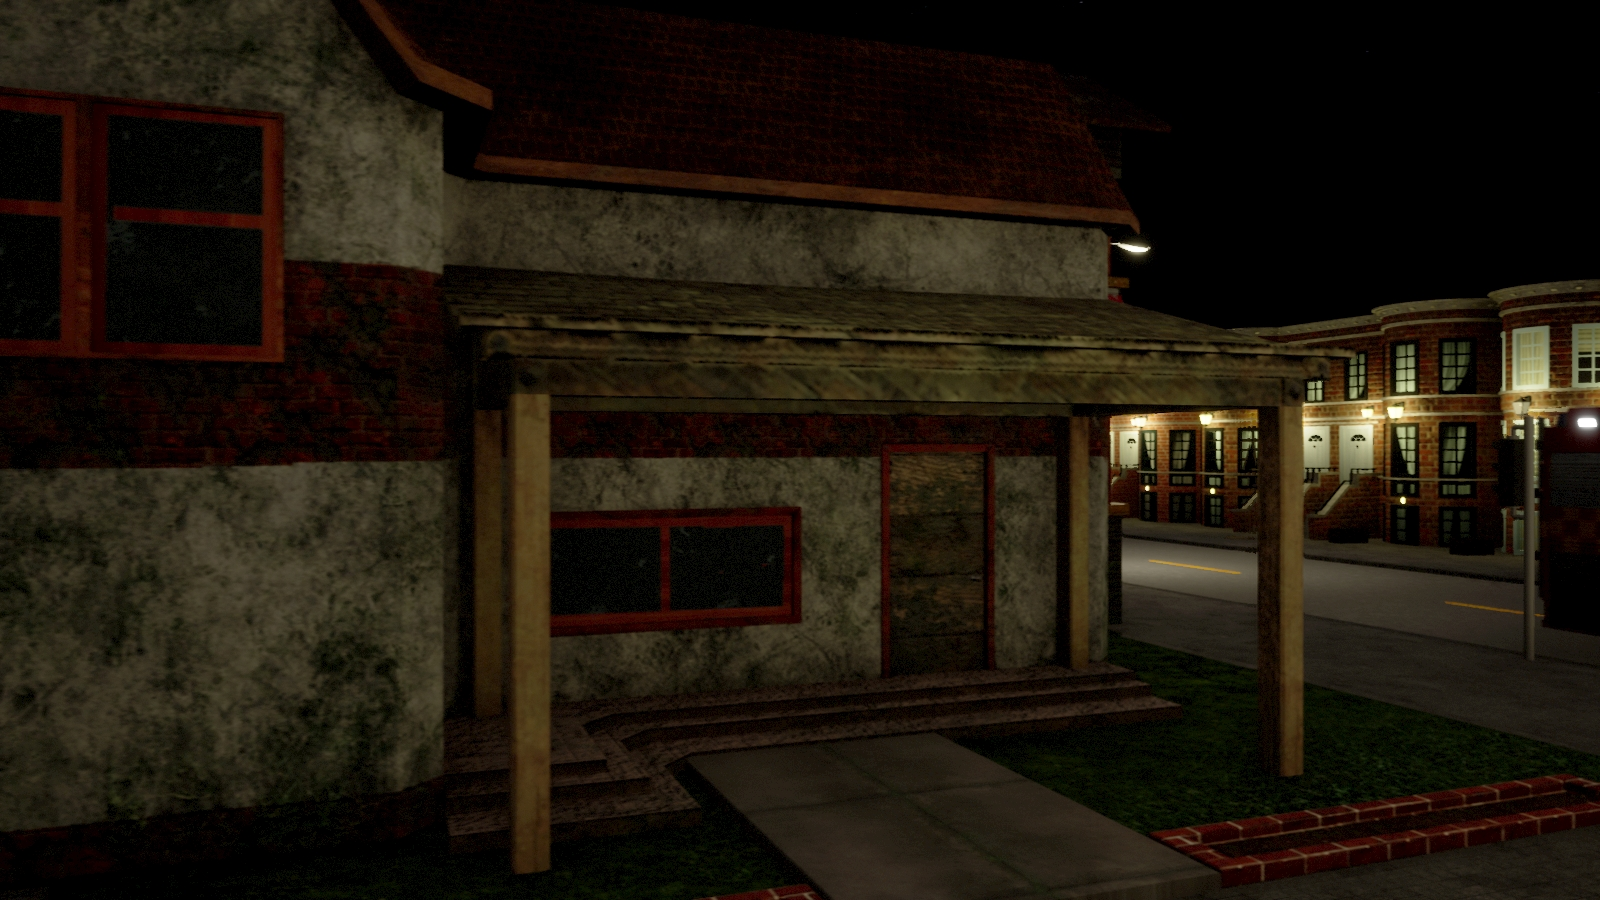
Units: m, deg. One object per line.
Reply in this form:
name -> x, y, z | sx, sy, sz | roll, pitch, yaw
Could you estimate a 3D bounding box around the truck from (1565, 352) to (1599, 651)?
truck -> 12.847, 0.660, 11.568 | 2.891, 3.827, 8.468 | 0, 0, -19
